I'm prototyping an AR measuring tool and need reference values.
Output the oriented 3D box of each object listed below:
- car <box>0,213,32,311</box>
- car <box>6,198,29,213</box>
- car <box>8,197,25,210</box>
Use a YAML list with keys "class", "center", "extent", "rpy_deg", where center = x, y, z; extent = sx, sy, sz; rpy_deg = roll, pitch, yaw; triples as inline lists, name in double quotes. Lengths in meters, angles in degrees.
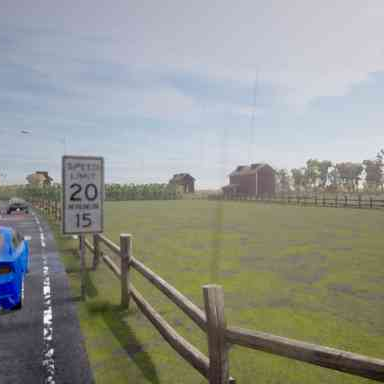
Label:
- class: "car"
  center: [-4.719, 1.479, 7.375]
  extent: [1.882, 1.535, 5.008]
  rpy_deg: [0, 0, -24]
- class: "car"
  center: [-18.395, 1.508, 35.178]
  extent: [1.837, 1.490, 4.892]
  rpy_deg: [0, 0, -28]
- class: "car"
  center: [-23.341, 1.504, 44.069]
  extent: [1.837, 1.490, 4.892]
  rpy_deg: [0, 0, -30]
